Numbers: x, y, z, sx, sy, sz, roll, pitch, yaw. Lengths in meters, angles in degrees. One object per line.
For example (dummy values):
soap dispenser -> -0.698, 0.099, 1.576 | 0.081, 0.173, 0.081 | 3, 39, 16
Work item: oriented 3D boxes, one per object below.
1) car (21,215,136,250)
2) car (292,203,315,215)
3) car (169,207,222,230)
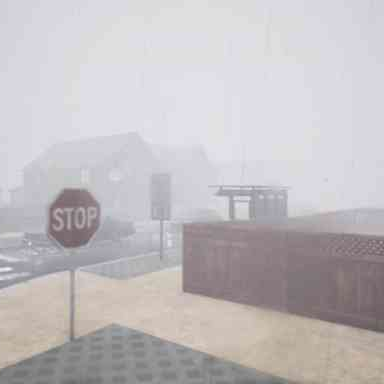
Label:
car -> -5.146, 1.798, 15.955 | 2.033, 1.411, 5.357 | 0, -1, 37
car -> 14.709, 2.233, 43.644 | 2.128, 1.511, 4.902 | 0, -1, 36
car -> 0.382, 1.886, 23.648 | 1.837, 1.490, 4.892 | 0, -1, 35
